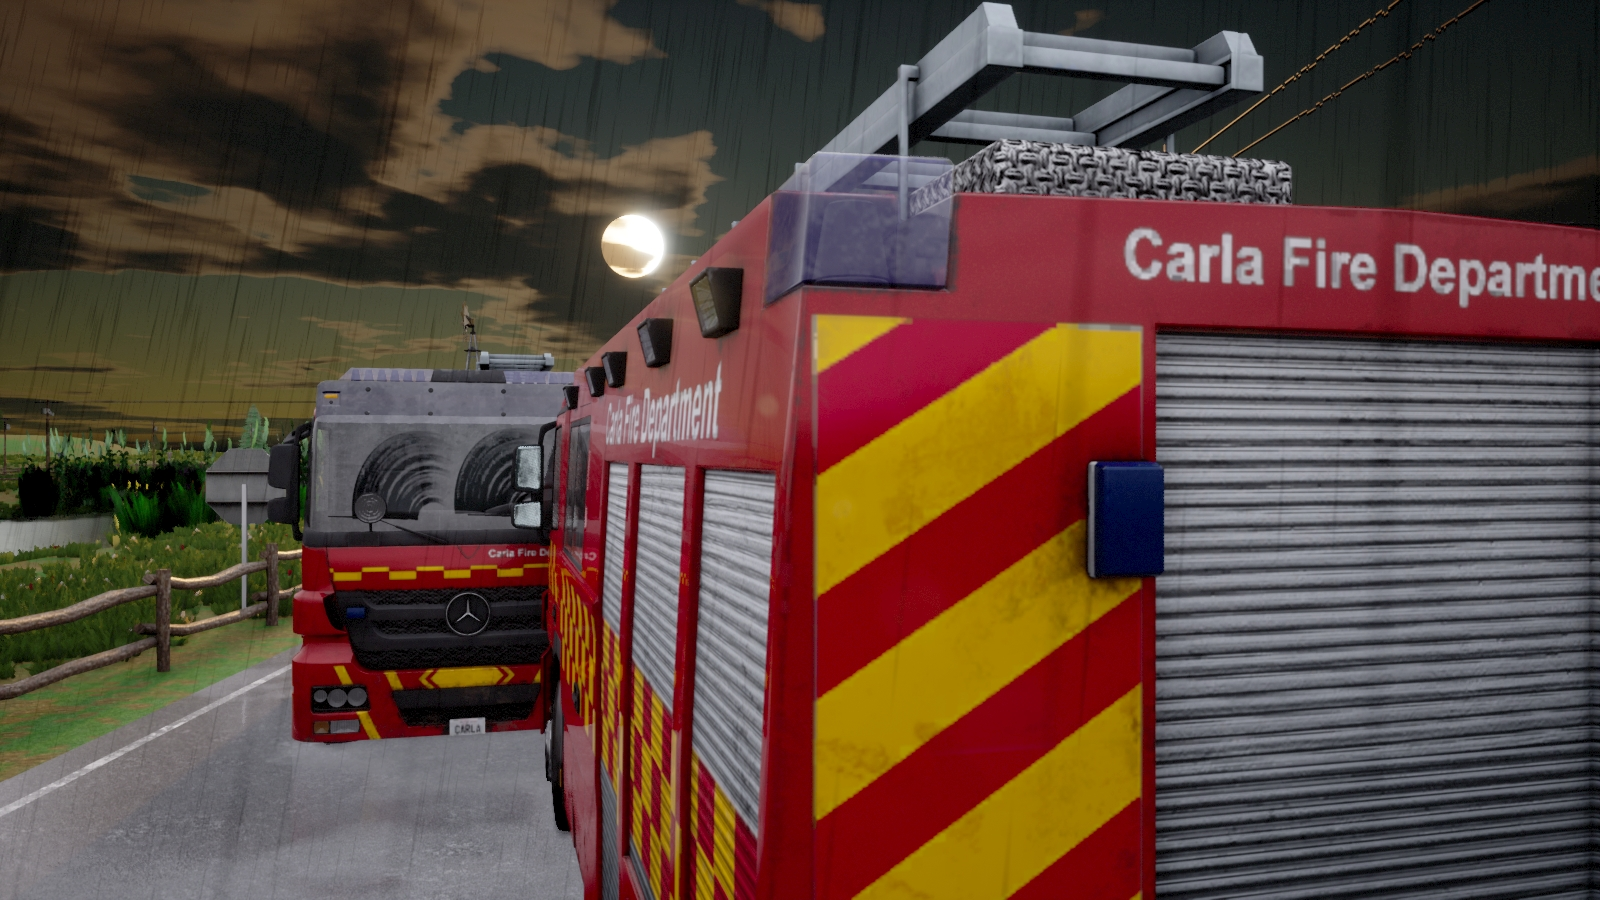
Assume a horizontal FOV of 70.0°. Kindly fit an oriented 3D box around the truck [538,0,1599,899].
[{"bbox_3d":[0.094,0.867,6.871,2.891,3.827,8.468,0,0,-15],"label":"truck"}]

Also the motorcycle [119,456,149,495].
[{"bbox_3d":[-41.412,1.577,71.097,0.803,2.348,2.033,0,0,-4],"label":"motorcycle"}]

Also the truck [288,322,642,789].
[{"bbox_3d":[-3.924,0.862,13.828,2.891,3.827,8.468,0,0,-15],"label":"truck"}]
